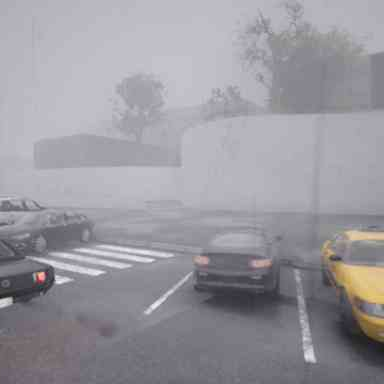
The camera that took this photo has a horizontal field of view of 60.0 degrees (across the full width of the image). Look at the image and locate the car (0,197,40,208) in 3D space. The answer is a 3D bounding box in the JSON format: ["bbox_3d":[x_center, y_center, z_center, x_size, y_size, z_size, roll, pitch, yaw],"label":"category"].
[{"bbox_3d":[-8.399,1.264,15.503,2.435,2.045,5.566,0,-1,15],"label":"car"}]

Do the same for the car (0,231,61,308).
[{"bbox_3d":[-5.015,1.604,6.952,4.718,1.301,1.895,0,0,35],"label":"car"}]

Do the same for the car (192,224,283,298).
[{"bbox_3d":[1.307,1.532,8.544,2.002,1.452,4.674,0,-1,15],"label":"car"}]

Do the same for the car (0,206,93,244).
[{"bbox_3d":[-5.965,1.508,13.744,2.231,1.521,4.892,0,-1,15],"label":"car"}]

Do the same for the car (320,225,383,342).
[{"bbox_3d":[3.692,1.487,6.637,1.946,1.575,5.366,1,-1,15],"label":"car"}]
